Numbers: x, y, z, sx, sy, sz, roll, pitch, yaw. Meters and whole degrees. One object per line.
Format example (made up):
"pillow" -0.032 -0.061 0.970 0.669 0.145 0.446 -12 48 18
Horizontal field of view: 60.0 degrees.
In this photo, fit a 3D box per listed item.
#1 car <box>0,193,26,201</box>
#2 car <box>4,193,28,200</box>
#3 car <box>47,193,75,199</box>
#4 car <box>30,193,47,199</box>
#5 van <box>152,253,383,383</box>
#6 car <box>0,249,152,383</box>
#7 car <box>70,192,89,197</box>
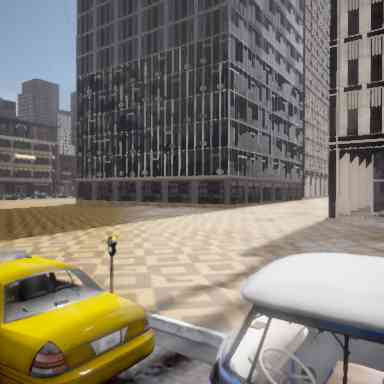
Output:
"car" -35.487 1.081 64.762 2.008 1.369 4.403 2 2 35
"car" -39.207 0.948 74.112 1.947 1.339 4.313 2 2 35
"car" -29.148 0.907 73.921 2.008 1.369 4.403 2 2 35
"car" -36.038 0.846 78.690 2.008 1.369 4.403 2 2 35
"van" 1.901 1.339 1.508 3.998 1.788 1.690 0 0 36
"car" -2.735 1.523 4.817 4.829 1.417 1.752 0 0 36
"car" -29.699 0.688 87.849 1.947 1.339 4.313 2 2 35
